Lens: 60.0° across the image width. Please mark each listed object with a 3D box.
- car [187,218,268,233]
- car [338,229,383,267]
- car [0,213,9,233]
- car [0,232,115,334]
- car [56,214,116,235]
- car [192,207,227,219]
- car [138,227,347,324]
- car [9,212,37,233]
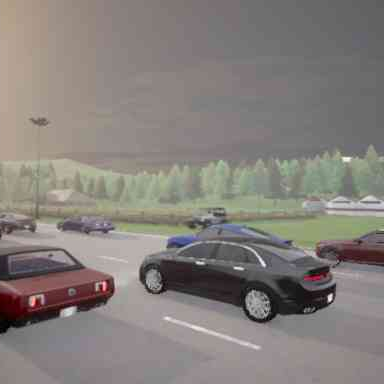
[{"bbox_3d":[1.173,1.926,12.132,5.008,1.535,1.882,-1,-3,40],"label":"car"},{"bbox_3d":[6.863,2.044,11.925,4.674,1.442,1.812,-1,-3,40],"label":"car"},{"bbox_3d":[-12.909,1.861,19.379,4.553,1.767,2.097,-1,-3,40],"label":"car"},{"bbox_3d":[-3.828,1.810,7.190,4.718,1.301,1.895,-1,-3,40],"label":"car"},{"bbox_3d":[-7.805,2.294,24.221,5.357,1.411,2.033,-1,-3,40],"label":"car"},{"bbox_3d":[1.425,2.215,28.002,1.905,1.878,3.866,-1,-3,40],"label":"car"},{"bbox_3d":[0.766,1.800,7.908,4.892,1.490,1.837,-1,-3,40],"label":"car"},{"bbox_3d":[-12.874,2.192,23.908,4.674,1.442,1.812,-1,-3,40],"label":"car"}]
